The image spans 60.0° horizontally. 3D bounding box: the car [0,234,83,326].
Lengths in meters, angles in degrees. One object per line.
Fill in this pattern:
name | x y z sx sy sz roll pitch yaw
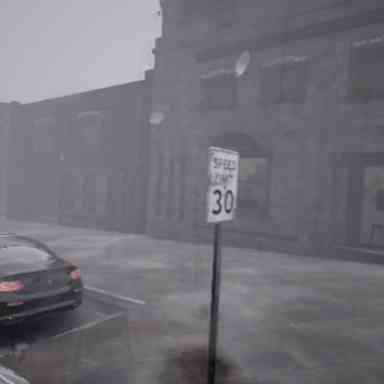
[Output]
car | -4.057 1.558 6.625 4.674 1.452 2.002 0 -2 37
